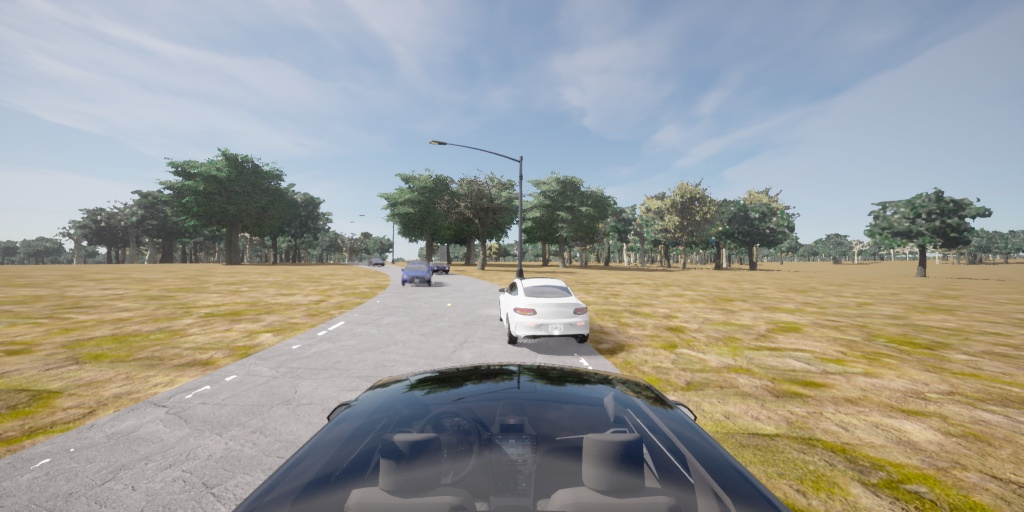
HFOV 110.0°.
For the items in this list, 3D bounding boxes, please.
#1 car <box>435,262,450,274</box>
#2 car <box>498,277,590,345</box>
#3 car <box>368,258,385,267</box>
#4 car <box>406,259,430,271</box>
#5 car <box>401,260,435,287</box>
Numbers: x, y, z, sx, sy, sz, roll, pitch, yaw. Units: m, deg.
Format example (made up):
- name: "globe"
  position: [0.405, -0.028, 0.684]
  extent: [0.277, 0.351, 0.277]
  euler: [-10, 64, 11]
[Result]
- name: "car"
  position: [-7.993, 1.246, 37.928]
  extent: [1.895, 1.301, 4.718]
  euler: [1, 0, -24]
- name: "car"
  position: [0.665, 1.277, 9.483]
  extent: [1.812, 1.442, 4.674]
  euler: [0, 0, -5]
- name: "car"
  position: [-20.839, 1.004, 55.036]
  extent: [2.033, 1.411, 5.357]
  euler: [1, 0, -30]
- name: "car"
  position: [-12.234, 1.139, 46.434]
  extent: [1.994, 1.385, 4.181]
  euler: [1, 0, -30]
- name: "car"
  position: [-6.359, 1.219, 23.906]
  extent: [1.812, 1.442, 4.674]
  euler: [1, 0, -16]
